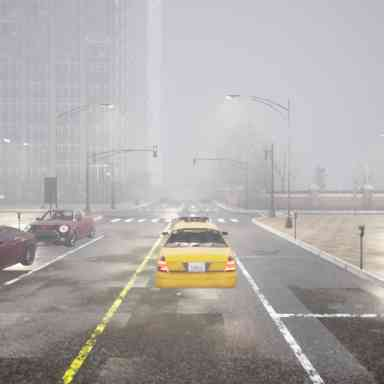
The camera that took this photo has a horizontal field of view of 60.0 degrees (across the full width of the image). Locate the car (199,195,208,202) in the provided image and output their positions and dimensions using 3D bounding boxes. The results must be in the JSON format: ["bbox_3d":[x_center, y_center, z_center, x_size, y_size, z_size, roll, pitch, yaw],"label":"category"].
[{"bbox_3d":[2.602,1.454,74.766,1.887,1.381,4.507,0,0,0],"label":"car"}]

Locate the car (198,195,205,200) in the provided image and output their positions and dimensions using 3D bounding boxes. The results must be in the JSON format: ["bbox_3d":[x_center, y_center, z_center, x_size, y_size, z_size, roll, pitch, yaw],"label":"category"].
[{"bbox_3d":[2.583,1.411,91.448,1.887,1.381,4.507,0,0,0],"label":"car"}]

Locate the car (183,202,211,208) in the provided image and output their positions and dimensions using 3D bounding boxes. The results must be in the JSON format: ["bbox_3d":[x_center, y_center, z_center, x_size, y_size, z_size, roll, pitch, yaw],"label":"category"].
[{"bbox_3d":[0.093,1.535,19.390,2.033,1.411,5.357,0,0,0],"label":"car"}]

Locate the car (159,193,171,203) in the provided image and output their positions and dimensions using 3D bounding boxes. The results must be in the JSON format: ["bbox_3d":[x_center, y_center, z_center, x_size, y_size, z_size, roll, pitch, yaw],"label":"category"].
[{"bbox_3d":[-5.917,1.485,69.140,1.947,1.339,4.313,0,0,0],"label":"car"}]

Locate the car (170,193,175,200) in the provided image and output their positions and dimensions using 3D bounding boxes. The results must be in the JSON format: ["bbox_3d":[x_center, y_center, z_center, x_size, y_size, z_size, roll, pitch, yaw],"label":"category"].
[{"bbox_3d":[-5.936,1.324,85.823,1.967,1.590,4.097,0,0,0],"label":"car"}]

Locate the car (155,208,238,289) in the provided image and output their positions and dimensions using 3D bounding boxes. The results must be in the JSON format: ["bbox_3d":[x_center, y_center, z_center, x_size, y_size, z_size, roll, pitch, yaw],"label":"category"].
[{"bbox_3d":[0.088,1.454,9.127,1.801,1.575,5.366,0,0,0],"label":"car"}]

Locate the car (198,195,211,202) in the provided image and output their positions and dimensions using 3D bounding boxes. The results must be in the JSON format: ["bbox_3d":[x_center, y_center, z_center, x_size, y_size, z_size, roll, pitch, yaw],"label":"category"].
[{"bbox_3d":[2.676,1.492,63.651,1.947,1.339,4.313,0,0,0],"label":"car"}]

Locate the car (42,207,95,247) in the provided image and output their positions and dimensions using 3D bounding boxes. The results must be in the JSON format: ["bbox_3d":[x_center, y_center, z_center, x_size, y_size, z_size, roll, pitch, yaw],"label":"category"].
[{"bbox_3d":[-5.708,1.433,14.617,1.967,1.590,4.097,0,0,0],"label":"car"}]

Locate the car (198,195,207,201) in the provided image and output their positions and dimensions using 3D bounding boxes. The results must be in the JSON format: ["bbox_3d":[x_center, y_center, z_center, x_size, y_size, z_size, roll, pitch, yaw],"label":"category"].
[{"bbox_3d":[2.596,1.448,80.326,2.008,1.369,4.403,0,0,0],"label":"car"}]

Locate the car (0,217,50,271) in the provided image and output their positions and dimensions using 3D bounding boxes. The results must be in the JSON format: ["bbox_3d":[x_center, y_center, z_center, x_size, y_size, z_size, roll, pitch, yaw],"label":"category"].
[{"bbox_3d":[-5.701,1.579,8.924,1.802,1.307,4.206,0,0,0],"label":"car"}]

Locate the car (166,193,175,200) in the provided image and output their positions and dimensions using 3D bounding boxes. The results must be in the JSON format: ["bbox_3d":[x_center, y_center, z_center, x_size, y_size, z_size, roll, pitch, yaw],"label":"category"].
[{"bbox_3d":[-5.942,1.181,91.382,2.192,1.841,5.009,0,0,0],"label":"car"}]
